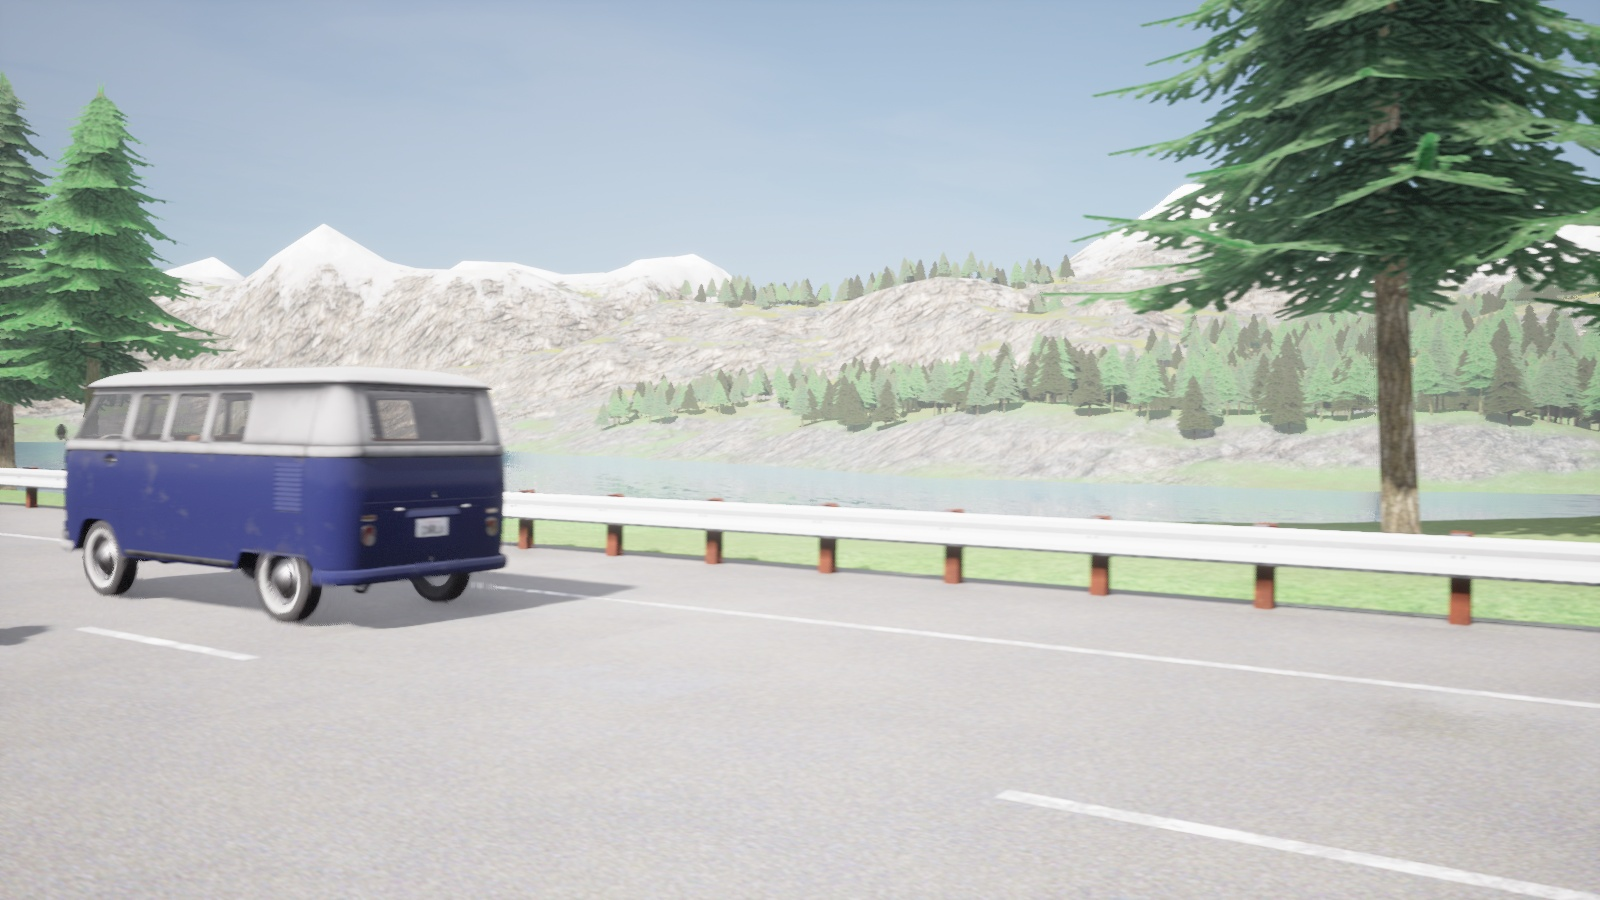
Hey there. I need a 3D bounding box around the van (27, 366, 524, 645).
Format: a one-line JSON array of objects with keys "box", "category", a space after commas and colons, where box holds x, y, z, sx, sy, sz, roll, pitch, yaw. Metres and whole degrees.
[{"box": [-4.638, 0.378, 10.880, 4.442, 1.987, 1.775, 0, 1, 33], "category": "van"}]
